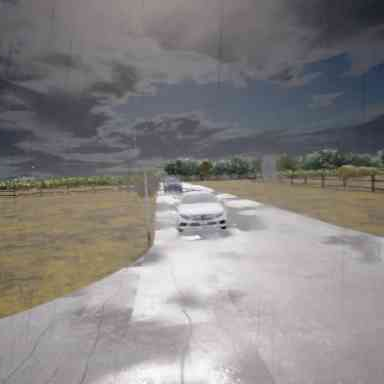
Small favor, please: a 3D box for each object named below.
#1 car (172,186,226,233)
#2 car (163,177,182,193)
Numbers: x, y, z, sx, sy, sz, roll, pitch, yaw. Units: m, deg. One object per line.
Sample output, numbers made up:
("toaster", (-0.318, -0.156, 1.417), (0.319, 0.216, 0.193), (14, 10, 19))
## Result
("car", (0.231, 0.670, 13.973), (1.812, 1.442, 4.674), (-3, 4, -4))
("car", (-2.376, -0.951, 39.552), (2.097, 1.767, 4.553), (-4, 3, -6))
